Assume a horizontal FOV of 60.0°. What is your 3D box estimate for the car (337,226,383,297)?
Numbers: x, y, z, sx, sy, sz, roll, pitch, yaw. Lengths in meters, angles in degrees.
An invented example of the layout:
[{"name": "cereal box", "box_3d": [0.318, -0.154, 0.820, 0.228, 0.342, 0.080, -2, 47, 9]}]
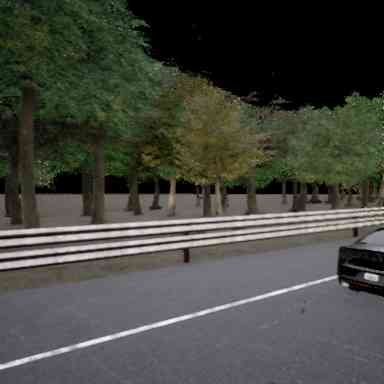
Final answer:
[{"name": "car", "box_3d": [5.409, 1.450, 7.678, 5.008, 1.535, 1.882, 0, 0, -35]}]
